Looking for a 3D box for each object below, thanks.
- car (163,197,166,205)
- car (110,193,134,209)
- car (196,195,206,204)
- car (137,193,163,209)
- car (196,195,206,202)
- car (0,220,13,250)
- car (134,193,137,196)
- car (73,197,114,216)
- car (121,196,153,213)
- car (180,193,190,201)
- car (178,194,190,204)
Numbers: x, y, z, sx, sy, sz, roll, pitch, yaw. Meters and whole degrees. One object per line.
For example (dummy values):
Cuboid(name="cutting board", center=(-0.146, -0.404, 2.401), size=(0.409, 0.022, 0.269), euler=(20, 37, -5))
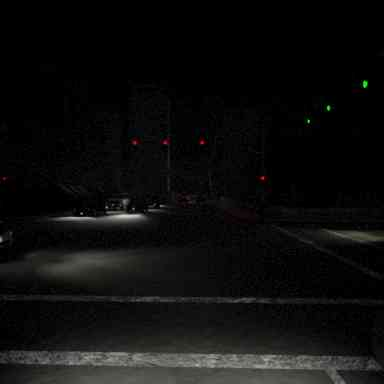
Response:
Cuboid(name="car", center=(-5.549, 1.547, 57.152), size=(2.033, 1.411, 5.357), euler=(0, 0, 2))
Cuboid(name="car", center=(-9.423, 1.221, 42.709), size=(2.150, 2.045, 5.566), euler=(0, 0, 2))
Cuboid(name="car", center=(1.741, 1.505, 65.349), size=(1.837, 1.490, 4.892), euler=(0, 0, 1))
Cuboid(name="car", center=(-5.819, 1.221, 46.797), size=(2.150, 2.045, 5.566), euler=(0, 0, 1))
Cuboid(name="car", center=(1.969, 1.352, 74.566), size=(2.128, 1.511, 4.902), euler=(0, 0, 1))
Cuboid(name="car", center=(-9.004, 1.223, 10.978), size=(5.566, 2.045, 2.150), euler=(0, 0, 3))
Cuboid(name="car", center=(-9.156, 1.222, 53.077), size=(2.150, 2.045, 5.566), euler=(0, 0, 1))
Cuboid(name="car", center=(-9.745, 1.547, 32.529), size=(2.033, 1.411, 5.357), euler=(0, 0, 4))
Cuboid(name="car", center=(-6.059, 1.491, 37.225), size=(2.128, 1.511, 4.902), euler=(0, 0, 1))
Cuboid(name="car", center=(-1.530, 1.182, 74.623), size=(2.097, 1.767, 4.553), euler=(0, 0, 1))
Cuboid(name="car", center=(-1.743, 1.564, 66.062), size=(1.994, 1.385, 4.181), euler=(0, 0, 1))
